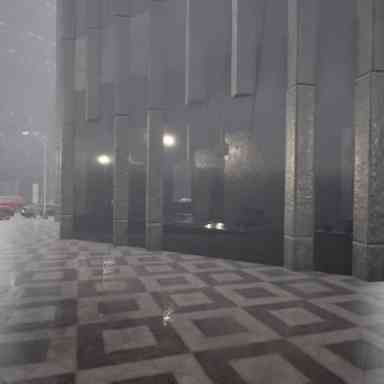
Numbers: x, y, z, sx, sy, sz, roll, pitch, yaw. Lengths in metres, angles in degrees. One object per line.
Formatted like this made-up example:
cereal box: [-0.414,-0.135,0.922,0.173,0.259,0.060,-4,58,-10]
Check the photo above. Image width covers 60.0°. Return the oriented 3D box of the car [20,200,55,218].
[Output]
car: [-13.810,1.741,31.283,1.947,1.339,4.313,1,0,35]

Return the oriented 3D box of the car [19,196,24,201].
car: [-20.750,1.352,36.227,2.192,1.841,5.009,1,0,35]

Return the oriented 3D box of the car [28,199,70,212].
car: [-17.484,1.633,40.827,1.947,1.339,4.313,1,0,35]

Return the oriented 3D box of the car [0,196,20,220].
car: [-17.076,1.462,26.681,2.192,1.841,5.009,1,0,35]
